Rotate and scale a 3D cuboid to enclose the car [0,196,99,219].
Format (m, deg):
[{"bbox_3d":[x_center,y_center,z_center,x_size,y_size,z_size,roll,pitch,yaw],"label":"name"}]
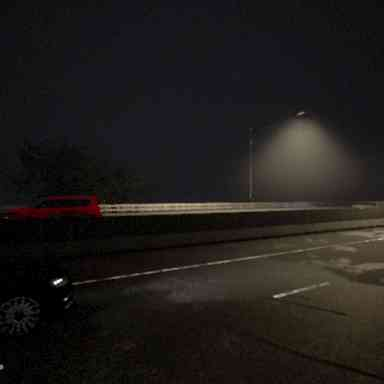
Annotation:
[{"bbox_3d":[-8.133,1.273,19.687,5.566,2.045,2.150,1,0,-35],"label":"car"}]

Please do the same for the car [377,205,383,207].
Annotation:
[{"bbox_3d":[27.748,1.862,45.228,4.553,1.767,2.097,1,0,-35],"label":"car"}]

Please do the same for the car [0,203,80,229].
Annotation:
[{"bbox_3d":[-10.323,1.554,22.423,4.892,1.490,1.837,1,0,-35],"label":"car"}]

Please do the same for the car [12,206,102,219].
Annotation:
[{"bbox_3d":[-6.387,1.611,16.633,4.181,1.385,1.994,1,0,-35],"label":"car"}]

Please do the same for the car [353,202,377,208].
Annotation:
[{"bbox_3d":[24.959,2.102,47.536,4.718,1.301,1.895,1,0,-35],"label":"car"}]

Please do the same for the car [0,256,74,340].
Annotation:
[{"bbox_3d":[-4.351,1.482,4.942,4.902,1.511,2.128,1,0,-35],"label":"car"}]
